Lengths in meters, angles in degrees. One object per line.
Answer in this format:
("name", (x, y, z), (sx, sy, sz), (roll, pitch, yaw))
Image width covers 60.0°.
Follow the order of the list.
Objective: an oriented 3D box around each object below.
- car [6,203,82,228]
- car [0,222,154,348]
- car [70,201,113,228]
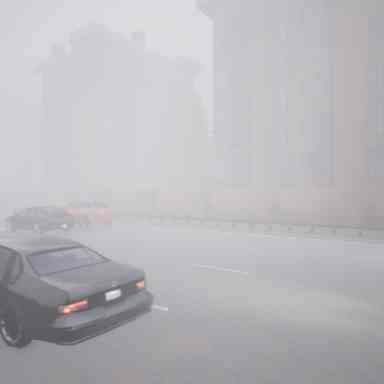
("car", (-8.608, 1.504, 18.726), (4.892, 1.490, 1.837), (0, 0, 35))
("car", (-3.203, 1.547, 6.277), (5.357, 1.411, 2.033), (0, 0, 35))
("car", (-7.402, 1.352, 22.163), (4.553, 1.767, 2.097), (0, 0, 35))
